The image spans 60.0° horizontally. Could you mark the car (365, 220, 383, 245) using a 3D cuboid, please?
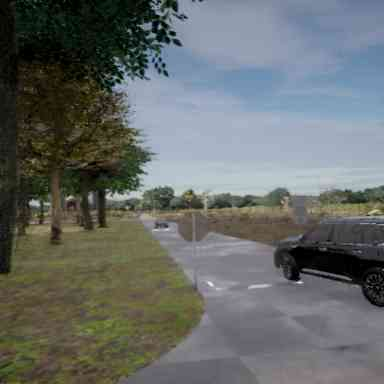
[{"bbox_3d":[12.870,2.452,19.617,2.033,1.411,5.357,-1,-4,-6],"label":"car"}]

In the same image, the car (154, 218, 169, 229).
[{"bbox_3d":[-4.592,4.673,49.790,1.837,1.490,4.892,-2,-3,-10],"label":"car"}]

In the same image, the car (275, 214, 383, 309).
[{"bbox_3d":[4.614,1.698,9.402,2.150,2.045,5.566,-3,-3,-21],"label":"car"}]
